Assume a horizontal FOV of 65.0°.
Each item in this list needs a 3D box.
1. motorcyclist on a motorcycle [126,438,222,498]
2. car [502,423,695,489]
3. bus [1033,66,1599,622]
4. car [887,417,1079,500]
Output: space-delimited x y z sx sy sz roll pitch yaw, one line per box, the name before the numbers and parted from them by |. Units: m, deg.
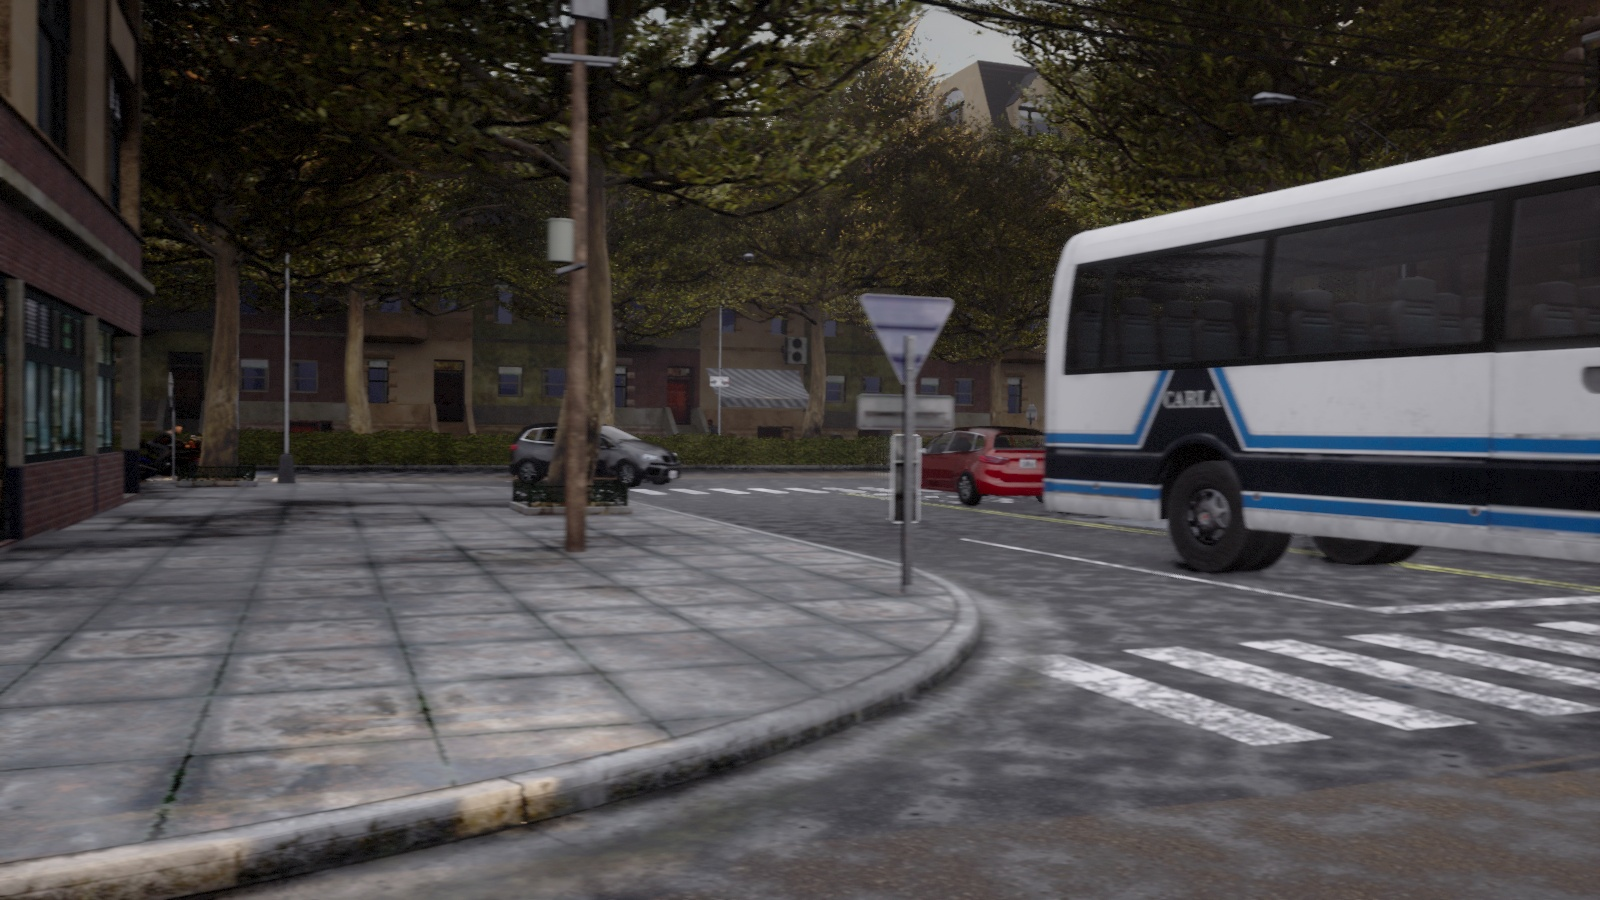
motorcyclist on a motorcycle | -16.786 0.466 33.742 2.191 1.530 0.866 -1 1 -21
car | -5.424 0.149 33.886 4.611 1.667 2.242 0 1 19
bus | 7.027 -0.853 12.182 3.944 4.253 10.273 -1 1 -27
car | 3.979 0.140 28.201 2.242 1.667 4.611 -1 1 -22
